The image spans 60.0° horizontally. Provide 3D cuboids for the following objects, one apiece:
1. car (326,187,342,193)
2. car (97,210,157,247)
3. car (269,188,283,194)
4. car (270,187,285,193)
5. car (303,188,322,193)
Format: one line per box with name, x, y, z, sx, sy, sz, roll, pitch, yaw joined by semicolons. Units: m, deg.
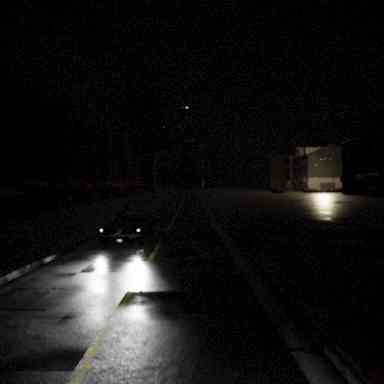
car;31.828;-0.342;73.323;4.313;1.339;1.947;-1;1;0
car;-2.765;1.536;14.963;1.895;1.301;4.718;0;1;0
car;18.807;-0.225;74.524;1.947;1.339;4.313;1;1;0
car;18.795;-0.363;71.599;1.802;1.307;4.206;1;1;0
car;26.566;-0.277;73.325;4.206;1.307;1.802;-1;1;0
